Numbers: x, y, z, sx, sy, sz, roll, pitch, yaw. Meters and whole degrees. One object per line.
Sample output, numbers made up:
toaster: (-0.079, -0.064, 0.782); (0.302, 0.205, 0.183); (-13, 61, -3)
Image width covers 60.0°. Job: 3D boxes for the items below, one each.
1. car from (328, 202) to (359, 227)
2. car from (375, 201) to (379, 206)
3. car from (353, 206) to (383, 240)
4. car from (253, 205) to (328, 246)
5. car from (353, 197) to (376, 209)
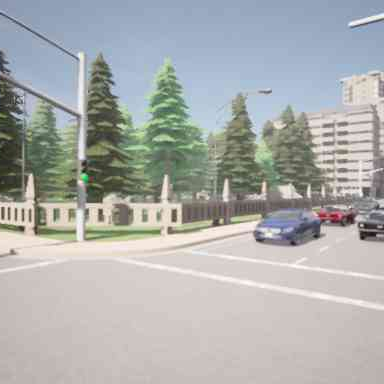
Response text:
car: (9.850, 1.566, 22.822); (1.895, 1.301, 4.718); (0, 0, 36)
car: (14.731, 1.479, 23.628); (2.128, 1.511, 4.902); (0, 0, 36)
car: (9.445, 1.589, 16.241); (1.895, 1.301, 4.718); (0, 0, 36)
car: (4.549, 1.492, 15.418); (1.812, 1.442, 4.674); (0, 0, 38)
car: (17.337, 1.317, 33.269); (2.097, 1.767, 4.553); (0, 0, 36)
